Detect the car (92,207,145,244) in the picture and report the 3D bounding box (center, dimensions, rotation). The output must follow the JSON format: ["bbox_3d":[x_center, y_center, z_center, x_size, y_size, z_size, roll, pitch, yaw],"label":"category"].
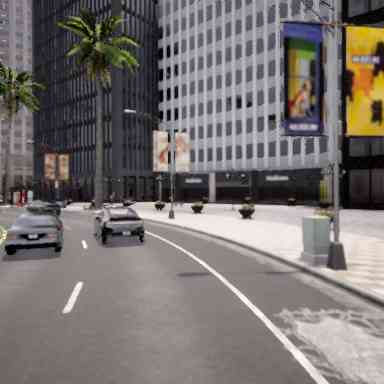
[{"bbox_3d":[-3.588,1.464,15.848,2.128,1.511,4.902,0,0,-22],"label":"car"}]

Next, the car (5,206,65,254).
[{"bbox_3d":[-6.254,1.540,13.543,2.033,1.411,5.357,0,0,-21],"label":"car"}]

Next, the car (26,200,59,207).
[{"bbox_3d":[-13.824,1.487,30.722,4.892,1.490,1.837,0,0,44],"label":"car"}]
